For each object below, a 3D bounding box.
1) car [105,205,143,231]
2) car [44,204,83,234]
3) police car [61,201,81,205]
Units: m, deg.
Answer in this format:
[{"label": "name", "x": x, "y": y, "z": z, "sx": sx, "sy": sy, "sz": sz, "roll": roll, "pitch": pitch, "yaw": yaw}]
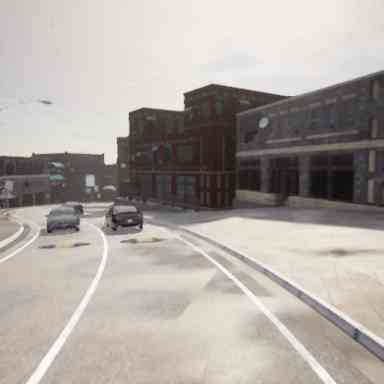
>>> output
[{"label": "car", "x": -4.543, "y": 1.584, "z": 21.910, "sx": 1.882, "sy": 1.535, "sz": 5.008, "roll": -2, "pitch": 0, "yaw": -21}, {"label": "car", "x": -8.294, "y": 1.748, "z": 21.415, "sx": 1.837, "sy": 1.490, "sz": 4.892, "roll": -2, "pitch": -1, "yaw": -23}, {"label": "police car", "x": -14.347, "y": 1.838, "z": 39.406, "sx": 1.930, "sy": 1.638, "sz": 5.238, "roll": -3, "pitch": 0, "yaw": -32}]
